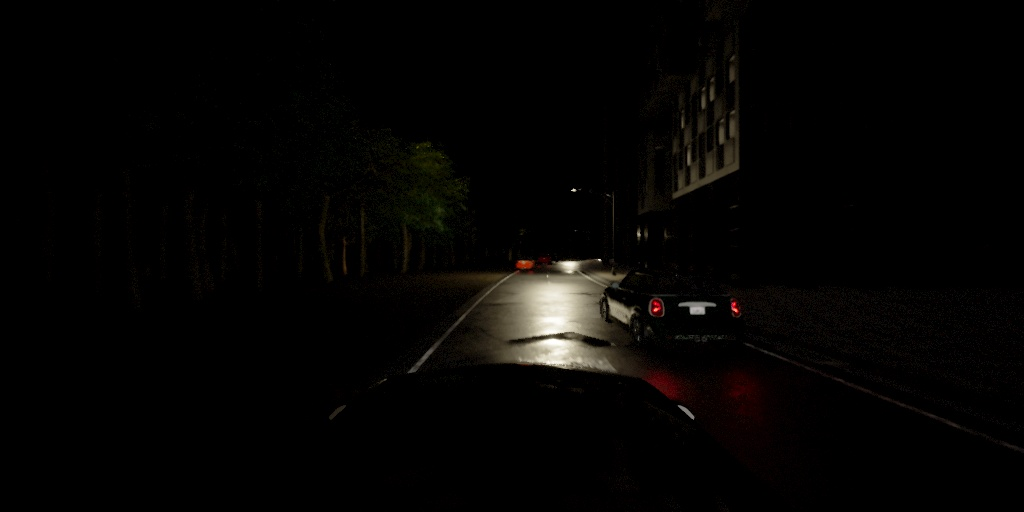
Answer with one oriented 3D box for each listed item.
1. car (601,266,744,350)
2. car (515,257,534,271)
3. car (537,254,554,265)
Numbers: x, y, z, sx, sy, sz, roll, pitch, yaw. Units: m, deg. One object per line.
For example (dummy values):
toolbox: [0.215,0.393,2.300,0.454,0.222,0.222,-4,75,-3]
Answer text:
car: [3.743,1.099,9.273,2.097,1.767,4.553,0,0,1]
car: [1.692,0.887,45.538,2.097,1.767,4.553,0,0,8]
car: [5.808,0.595,64.072,2.150,2.045,5.566,0,1,11]
